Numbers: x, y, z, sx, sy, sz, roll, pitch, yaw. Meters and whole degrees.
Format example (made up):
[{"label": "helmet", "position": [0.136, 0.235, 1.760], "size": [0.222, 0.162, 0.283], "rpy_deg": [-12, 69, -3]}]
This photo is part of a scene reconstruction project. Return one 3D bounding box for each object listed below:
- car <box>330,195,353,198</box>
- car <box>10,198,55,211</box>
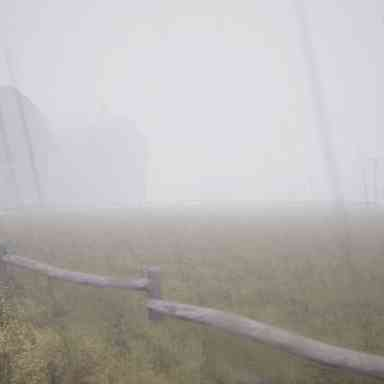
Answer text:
[{"label": "car", "position": [38.097, 1.441, 85.535], "size": [4.605, 1.855, 1.932], "rpy_deg": [0, 0, 35]}, {"label": "car", "position": [-17.554, 1.559, 36.681], "size": [2.097, 1.767, 4.553], "rpy_deg": [0, 0, 32]}]
